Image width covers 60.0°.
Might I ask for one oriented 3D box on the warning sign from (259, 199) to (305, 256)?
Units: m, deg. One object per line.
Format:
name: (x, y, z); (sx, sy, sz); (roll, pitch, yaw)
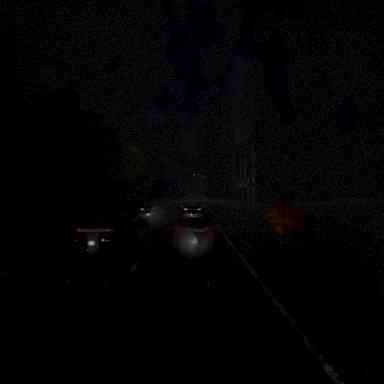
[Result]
warning sign: (3.040, 1.161, 11.361); (1.300, 1.860, 1.060); (0, 0, 0)

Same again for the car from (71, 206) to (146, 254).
car: (-3.439, 1.547, 13.849); (2.128, 1.511, 4.902); (0, 0, 0)

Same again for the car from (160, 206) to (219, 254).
car: (0.061, 1.547, 13.844); (2.128, 1.511, 4.902); (0, 0, 0)

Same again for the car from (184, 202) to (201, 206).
car: (0.050, 1.606, 29.013); (2.128, 1.511, 4.902); (0, 0, 0)

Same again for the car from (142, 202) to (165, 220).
car: (-3.450, 1.606, 29.025); (2.128, 1.511, 4.902); (0, 0, 0)
